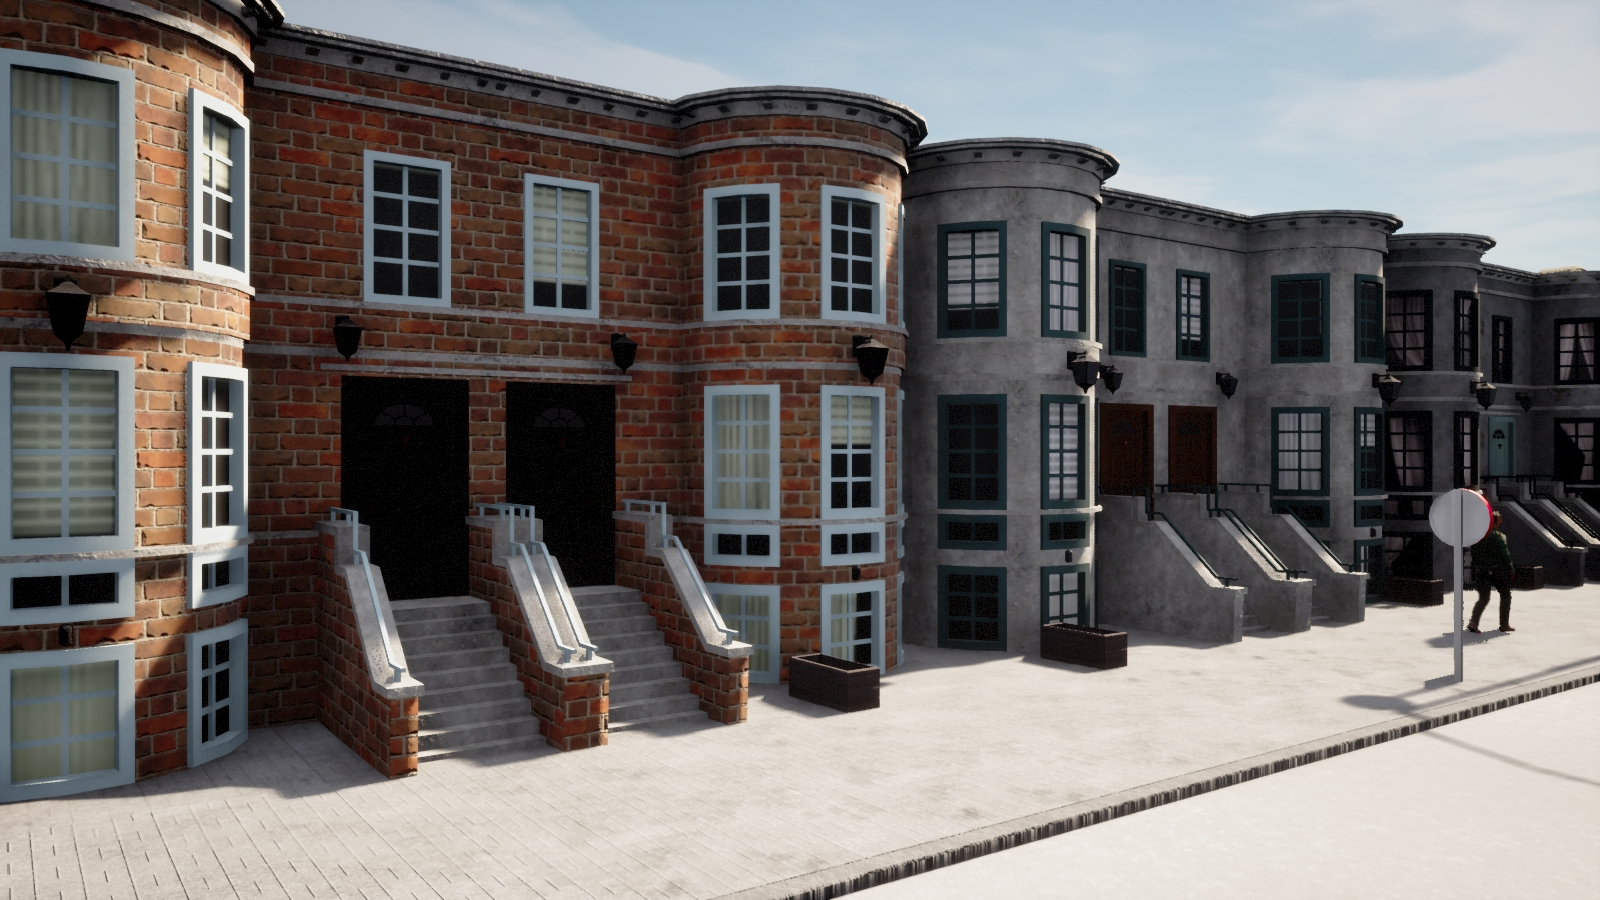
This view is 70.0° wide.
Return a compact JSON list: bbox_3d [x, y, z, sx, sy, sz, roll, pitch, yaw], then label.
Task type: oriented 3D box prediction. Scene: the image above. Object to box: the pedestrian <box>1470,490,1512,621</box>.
[{"bbox_3d":[10.087,1.524,16.675,0.375,1.860,0.375,0,0,-20],"label":"pedestrian"}]
